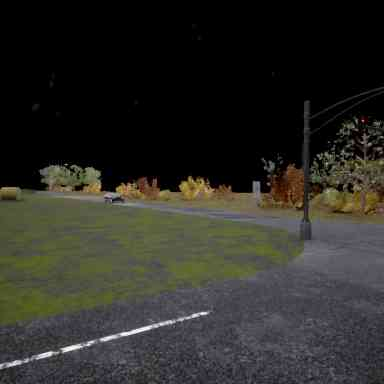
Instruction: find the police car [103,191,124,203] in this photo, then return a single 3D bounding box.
[{"bbox_3d":[-11.663,0.744,49.702,1.930,1.638,5.238,1,0,-32],"label":"police car"}]
